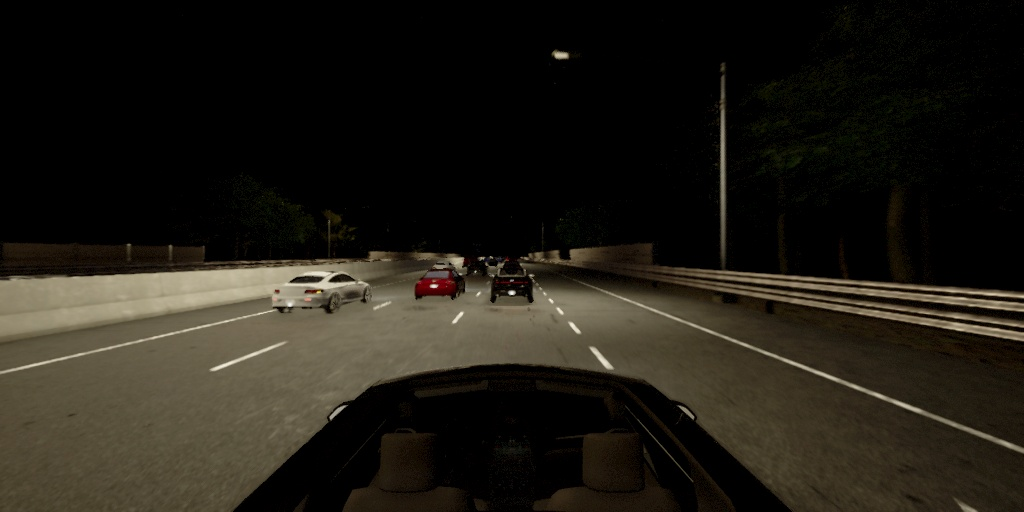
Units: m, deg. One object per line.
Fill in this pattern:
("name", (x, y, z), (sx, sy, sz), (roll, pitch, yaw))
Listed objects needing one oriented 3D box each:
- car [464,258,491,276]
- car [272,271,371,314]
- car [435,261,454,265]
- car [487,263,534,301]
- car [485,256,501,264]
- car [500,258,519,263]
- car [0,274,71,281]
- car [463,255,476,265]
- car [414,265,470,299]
("car", (-3.517, 1.250, 37.019), (1.837, 1.490, 4.892), (0, 0, 0))
("car", (-7.005, 1.283, 13.624), (1.812, 1.442, 4.674), (0, 0, 0))
("car", (-7.018, 1.268, 37.011), (1.812, 1.442, 4.674), (0, 0, 0))
("car", (-0.007, 1.266, 17.231), (1.837, 1.490, 4.892), (0, 0, 0))
("car", (-3.533, 1.241, 65.070), (2.033, 1.411, 5.357), (0, 0, 0))
("car", (-0.018, 1.222, 37.032), (1.882, 1.535, 5.008), (0, 0, 0))
("car", (-17.600, 1.355, 12.791), (1.895, 1.301, 4.718), (0, 0, 0))
("car", (-7.031, 0.921, 61.135), (2.150, 2.045, 5.566), (0, 0, 0))
("car", (-3.507, 1.322, 18.113), (1.994, 1.385, 4.181), (0, 0, 0))
